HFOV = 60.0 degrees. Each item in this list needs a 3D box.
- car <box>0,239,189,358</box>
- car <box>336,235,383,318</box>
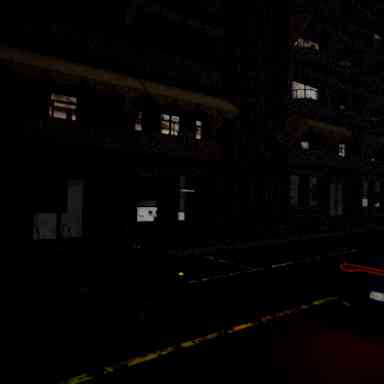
[{"bbox_3d":[-2.209,1.530,5.204,4.674,1.442,1.812,0,0,-35],"label":"car"},{"bbox_3d":[4.940,1.485,6.671,5.008,1.535,1.882,0,0,-35],"label":"car"}]
